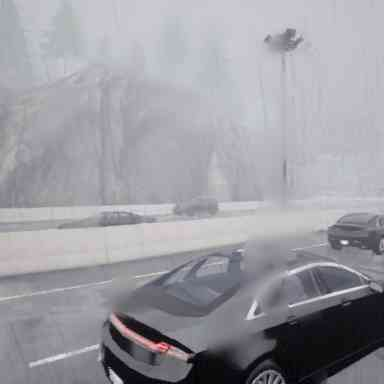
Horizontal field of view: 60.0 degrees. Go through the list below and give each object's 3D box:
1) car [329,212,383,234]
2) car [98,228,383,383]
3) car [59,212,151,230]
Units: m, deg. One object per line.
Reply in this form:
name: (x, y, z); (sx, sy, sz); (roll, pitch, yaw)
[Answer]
car: (7.465, 1.604, 13.819); (4.892, 1.490, 1.837); (0, 0, -40)
car: (1.232, 1.534, 4.554); (4.902, 1.511, 2.128); (0, 0, -37)
car: (-4.429, 1.759, 18.183); (5.357, 1.411, 2.033); (0, -1, -37)
